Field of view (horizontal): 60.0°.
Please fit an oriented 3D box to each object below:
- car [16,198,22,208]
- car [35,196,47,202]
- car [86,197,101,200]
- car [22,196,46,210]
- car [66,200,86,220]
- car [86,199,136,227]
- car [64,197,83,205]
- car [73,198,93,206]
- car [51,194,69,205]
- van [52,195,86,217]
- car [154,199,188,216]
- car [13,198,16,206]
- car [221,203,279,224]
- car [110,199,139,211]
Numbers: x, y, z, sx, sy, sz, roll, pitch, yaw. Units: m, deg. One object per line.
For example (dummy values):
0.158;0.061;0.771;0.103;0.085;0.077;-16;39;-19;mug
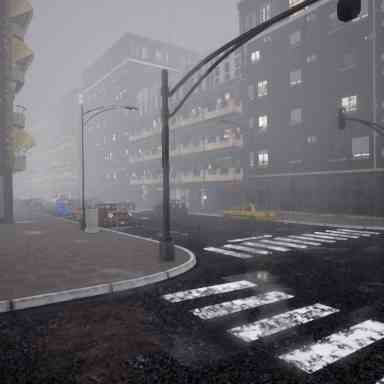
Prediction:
-25.155;1.770;50.956;1.947;1.339;4.313;-1;1;-36;car
-37.676;1.729;82.832;1.887;1.381;4.507;-1;1;-36;car
-15.122;1.502;51.334;1.967;1.590;4.097;-1;1;-36;car
-21.935;1.628;46.456;1.967;1.590;4.097;-1;1;-36;car
-8.946;1.652;28.321;1.752;1.417;4.829;-1;1;-36;car
-5.824;1.553;23.960;1.967;1.590;4.097;-1;1;-36;car
-21.565;1.646;60.335;2.008;1.369;4.403;-1;1;-36;car
-18.342;1.644;55.835;1.947;1.339;4.313;-1;1;-36;car
-22.651;1.351;57.395;2.150;2.045;5.566;-1;1;-36;car
-12.270;1.483;32.957;1.690;1.788;3.998;-1;1;-36;van
-2.233;1.441;33.336;1.967;1.590;4.097;-1;1;-36;car
-31.600;1.783;59.956;1.887;1.381;4.507;-1;1;-36;car
4.114;1.498;24.477;1.752;1.417;4.829;-1;1;-36;car
-8.676;1.582;42.336;2.008;1.369;4.403;-1;1;-36;car
